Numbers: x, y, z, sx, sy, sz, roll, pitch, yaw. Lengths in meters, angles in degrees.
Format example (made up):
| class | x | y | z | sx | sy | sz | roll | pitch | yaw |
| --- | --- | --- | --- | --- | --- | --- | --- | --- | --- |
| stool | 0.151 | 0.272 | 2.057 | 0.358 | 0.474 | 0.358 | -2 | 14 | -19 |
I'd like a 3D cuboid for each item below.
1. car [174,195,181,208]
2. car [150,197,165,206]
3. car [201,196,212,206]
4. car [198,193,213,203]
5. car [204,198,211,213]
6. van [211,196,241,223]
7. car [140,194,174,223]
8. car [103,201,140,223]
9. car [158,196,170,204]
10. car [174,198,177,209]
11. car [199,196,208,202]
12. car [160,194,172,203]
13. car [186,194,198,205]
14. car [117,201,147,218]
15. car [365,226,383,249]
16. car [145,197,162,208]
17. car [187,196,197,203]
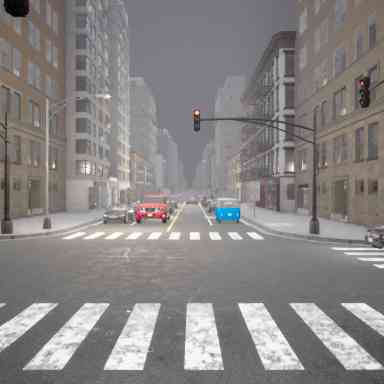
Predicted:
| class | x | y | z | sx | sy | sz | roll | pitch | yaw |
| --- | --- | --- | --- | --- | --- | --- | --- | --- | --- |
| car | -2.889 | 1.500 | 45.469 | 1.837 | 1.490 | 4.892 | 0 | 0 | 0 |
| car | -5.451 | 1.556 | 53.320 | 1.947 | 1.339 | 4.313 | 0 | 0 | 0 |
| car | 2.581 | 1.576 | 47.653 | 1.802 | 1.307 | 4.206 | 0 | 0 | 0 |
| car | 2.574 | 1.305 | 53.335 | 2.192 | 1.841 | 5.009 | 0 | 0 | 0 |
| car | 2.594 | 1.580 | 36.290 | 1.802 | 1.307 | 4.206 | 0 | 0 | 0 |
| van | 2.607 | 1.340 | 24.928 | 1.690 | 1.788 | 3.998 | 0 | 0 | 0 |
| car | -2.878 | 1.220 | 25.592 | 2.150 | 2.045 | 5.566 | 0 | 0 | 0 |
| car | -5.418 | 1.549 | 24.910 | 2.008 | 1.369 | 4.403 | 0 | 0 | 0 |
| car | -5.464 | 1.547 | 64.683 | 1.947 | 1.339 | 4.313 | 0 | 0 | 0 |
| car | -2.894 | 1.599 | 35.409 | 1.895 | 1.301 | 4.718 | 0 | 0 | 0 |
| car | 2.547 | 1.524 | 76.060 | 2.008 | 1.369 | 4.403 | 0 | 0 | 0 |
| car | -5.471 | 1.292 | 70.365 | 2.192 | 1.841 | 5.009 | 0 | 0 | 0 |
| car | 0.026 | 1.550 | 58.785 | 1.994 | 1.385 | 4.181 | 0 | 0 | 0 |
| car | -5.425 | 1.543 | 30.592 | 1.887 | 1.381 | 4.507 | 0 | 0 | 0 |
| car | 9.186 | 1.590 | 12.781 | 4.674 | 1.442 | 1.812 | 0 | 0 | 0 |
| car | -5.444 | 1.519 | 47.468 | 1.752 | 1.417 | 4.829 | 0 | 0 | 0 |
| car | 0.016 | 1.579 | 68.732 | 1.895 | 1.301 | 4.718 | 0 | 0 | 0 |
